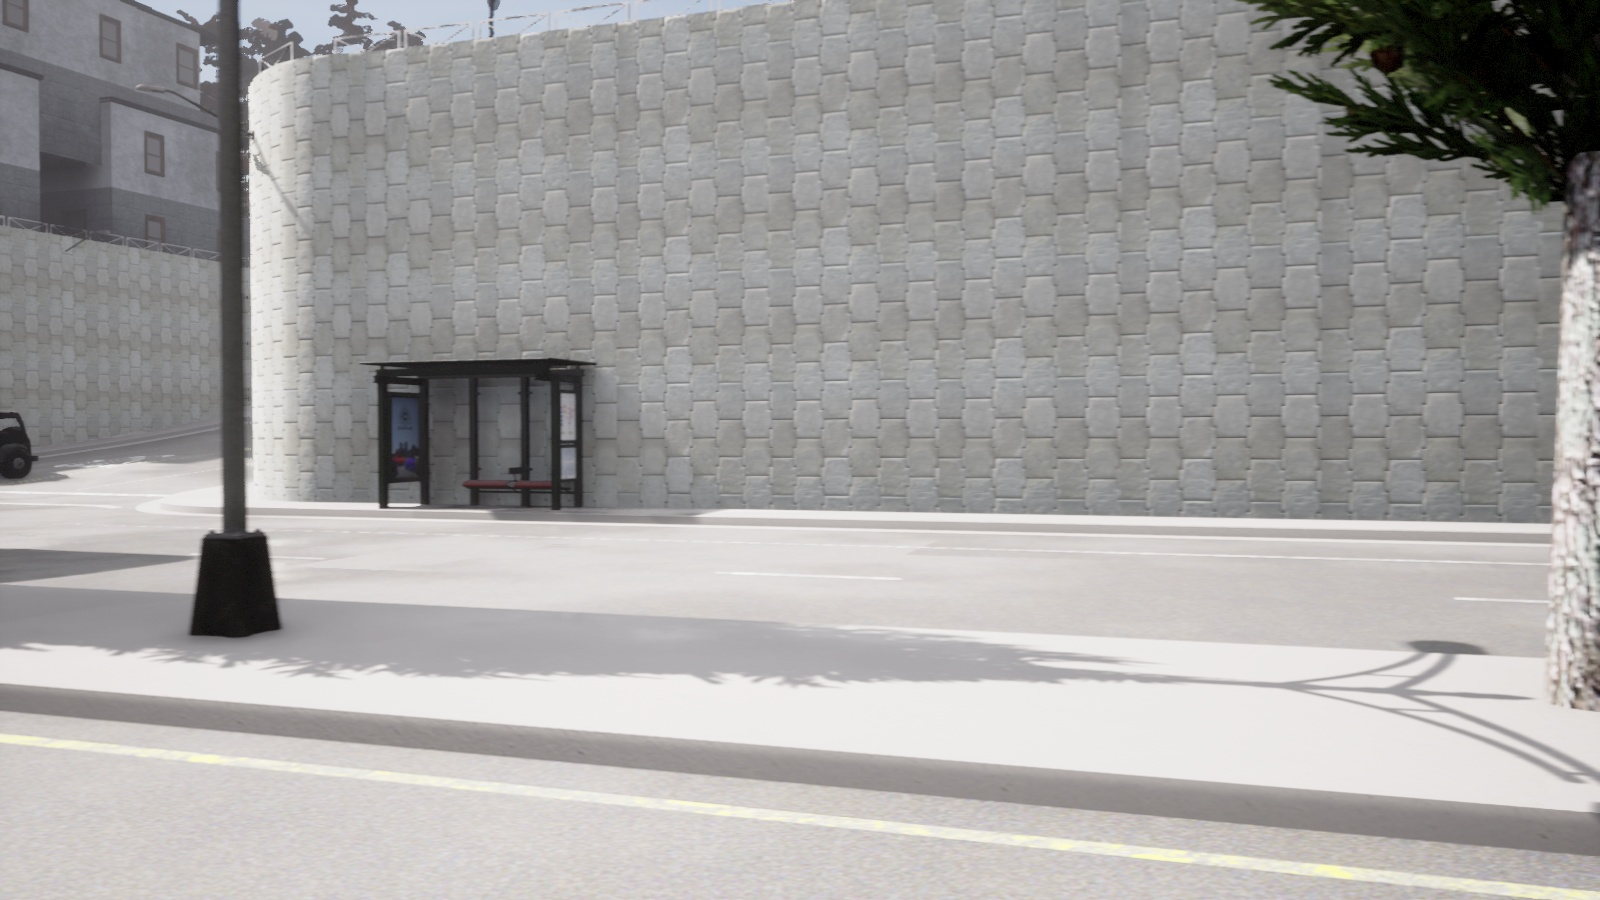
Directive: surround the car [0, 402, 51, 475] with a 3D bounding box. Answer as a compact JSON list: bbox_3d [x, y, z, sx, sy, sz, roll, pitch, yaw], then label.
[{"bbox_3d":[-22.635,-0.235,33.744,1.905,1.878,3.866,1,5,19],"label":"car"}]
